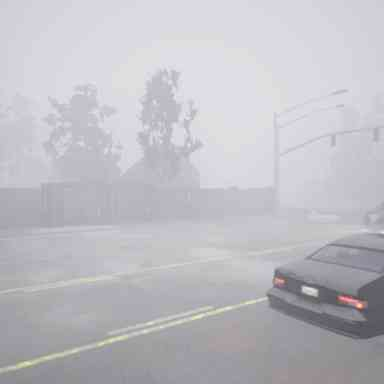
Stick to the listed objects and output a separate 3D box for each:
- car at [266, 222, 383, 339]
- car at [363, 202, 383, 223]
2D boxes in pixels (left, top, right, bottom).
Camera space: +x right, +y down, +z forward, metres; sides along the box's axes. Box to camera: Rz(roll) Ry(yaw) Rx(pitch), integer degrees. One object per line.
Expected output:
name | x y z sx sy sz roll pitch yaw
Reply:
car | 3.817 1.535 6.467 5.357 1.411 2.033 0 0 -35
car | 13.154 1.393 21.866 4.902 1.511 2.128 -1 0 -36
